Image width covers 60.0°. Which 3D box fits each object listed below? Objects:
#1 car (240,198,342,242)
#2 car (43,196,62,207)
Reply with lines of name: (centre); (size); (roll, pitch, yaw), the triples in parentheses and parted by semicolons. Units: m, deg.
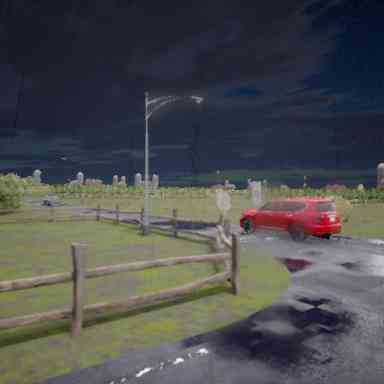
car: (4.952, 1.339, 17.410); (2.150, 2.045, 5.566); (-2, 1, -33)
car: (-20.498, 1.310, 48.706); (1.837, 1.490, 4.892); (0, 0, -36)
